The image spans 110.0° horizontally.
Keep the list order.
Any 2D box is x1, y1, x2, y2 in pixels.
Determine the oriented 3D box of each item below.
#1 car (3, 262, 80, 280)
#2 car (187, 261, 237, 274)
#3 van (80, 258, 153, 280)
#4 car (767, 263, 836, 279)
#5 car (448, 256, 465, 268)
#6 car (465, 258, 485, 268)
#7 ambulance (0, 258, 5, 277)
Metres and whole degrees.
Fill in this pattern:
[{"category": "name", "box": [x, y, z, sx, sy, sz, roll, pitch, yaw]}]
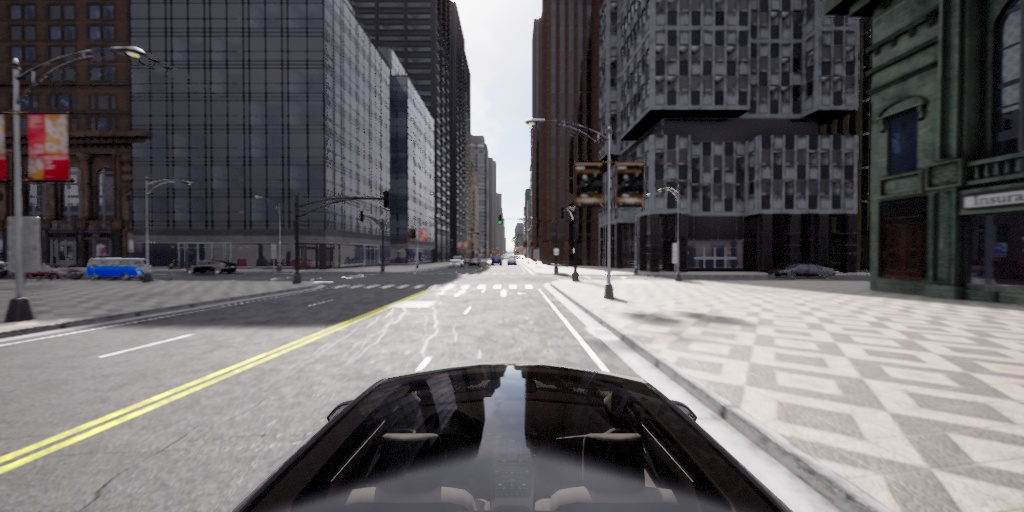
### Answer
[{"category": "car", "box": [-36.202, 1.236, 28.028, 4.207, 1.307, 1.802, 0, 0, 0]}, {"category": "car", "box": [-30.548, 1.140, 36.548, 4.313, 1.339, 1.948, 0, 0, 0]}, {"category": "van", "box": [-30.553, 1.024, 28.024, 3.998, 1.789, 1.690, 0, 0, 0]}, {"category": "car", "box": [27.501, 1.399, 34.096, 5.357, 1.411, 2.033, 0, 1, 0]}, {"category": "car", "box": [-9.775, 0.993, 63.513, 2.150, 2.045, 5.566, 0, 0, 0]}, {"category": "car", "box": [-6.528, 1.125, 63.635, 2.097, 1.767, 4.553, 0, 0, 0]}, {"category": "ambulance", "box": [-47.374, 0.583, 30.876, 6.366, 2.431, 2.351, 0, 1, 0]}]
